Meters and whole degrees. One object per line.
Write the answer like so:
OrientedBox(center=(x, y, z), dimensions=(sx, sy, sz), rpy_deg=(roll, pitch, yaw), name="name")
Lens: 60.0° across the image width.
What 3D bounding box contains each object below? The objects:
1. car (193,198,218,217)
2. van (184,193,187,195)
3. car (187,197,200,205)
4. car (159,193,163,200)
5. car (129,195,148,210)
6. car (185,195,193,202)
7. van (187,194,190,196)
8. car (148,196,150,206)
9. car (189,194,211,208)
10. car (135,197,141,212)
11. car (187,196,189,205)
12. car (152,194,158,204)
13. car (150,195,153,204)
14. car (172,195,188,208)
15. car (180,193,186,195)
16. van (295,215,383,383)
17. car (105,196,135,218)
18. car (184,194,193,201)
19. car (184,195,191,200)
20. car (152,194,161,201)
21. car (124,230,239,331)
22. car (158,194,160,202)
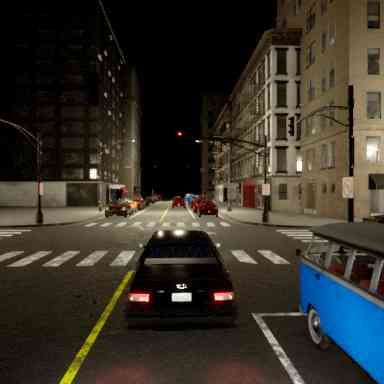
OrientedBox(center=(1.382, 1.544, 30.557), dimensions=(1.887, 1.381, 4.507), rpy_deg=(0, 0, -2), name="car")
OrientedBox(center=(-0.475, 1.329, 73.793), dimensions=(1.690, 1.788, 3.998), rpy_deg=(0, 0, -2), name="van")
OrientedBox(center=(0.221, 1.560, 57.580), dimensions=(1.947, 1.339, 4.313), rpy_deg=(0, 0, -2), name="car")
OrientedBox(center=(-8.725, 1.301, 78.853), dimensions=(2.192, 1.841, 5.009), rpy_deg=(0, 0, -2), name="car")
OrientedBox(center=(-7.100, 1.313, 41.022), dimensions=(2.192, 1.841, 5.009), rpy_deg=(0, 0, -2), name="car")
OrientedBox(center=(-0.715, 1.511, 79.368), dimensions=(1.752, 1.417, 4.829), rpy_deg=(0, 0, -2), name="car")
OrientedBox(center=(0.453, 1.337, 52.176), dimensions=(1.690, 1.788, 3.998), rpy_deg=(0, 0, -2), name="van")
OrientedBox(center=(-7.325, 1.523, 46.256), dimensions=(1.752, 1.417, 4.829), rpy_deg=(0, 0, -2), name="car")
OrientedBox(center=(1.150, 1.314, 35.961), dimensions=(2.192, 1.841, 5.009), rpy_deg=(0, 0, -2), name="car")
OrientedBox(center=(-6.861, 1.524, 35.447), dimensions=(1.752, 1.417, 4.829), rpy_deg=(0, 0, -2), name="car")
OrientedBox(center=(0.685, 1.542, 46.771), dimensions=(1.887, 1.381, 4.507), rpy_deg=(0, 0, -2), name="car")
OrientedBox(center=(-8.029, 1.543, 62.640), dimensions=(2.008, 1.369, 4.403), rpy_deg=(0, 0, -2), name="car")
OrientedBox(center=(-7.565, 1.562, 51.831), dimensions=(1.947, 1.339, 4.313), rpy_deg=(0, 0, -2), name="car")
OrientedBox(center=(-1.912, 1.523, 47.885), dimensions=(1.812, 1.442, 4.674), rpy_deg=(0, 0, -2), name="car")
OrientedBox(center=(-2.761, 1.538, 66.893), dimensions=(2.033, 1.411, 5.357), rpy_deg=(0, 0, -2), name="car")
OrientedBox(center=(2.536, 1.341, 3.702), dimensions=(1.690, 1.788, 3.998), rpy_deg=(0, 0, -2), name="van")
OrientedBox(center=(-6.636, 1.439, 30.213), dimensions=(1.967, 1.590, 4.097), rpy_deg=(0, 0, -2), name="car")
OrientedBox(center=(-0.940, 1.424, 84.602), dimensions=(1.967, 1.590, 4.097), rpy_deg=(0, 0, -2), name="car")
OrientedBox(center=(-1.172, 1.527, 90.006), dimensions=(1.887, 1.381, 4.507), rpy_deg=(0, 0, -2), name="car")
OrientedBox(center=(-8.958, 1.424, 84.258), dimensions=(1.967, 1.590, 4.097), rpy_deg=(0, 0, -2), name="car")
OrientedBox(center=(-0.257, 1.547, 7.258), dimensions=(2.033, 1.411, 5.357), rpy_deg=(0, 0, -2), name="car")
OrientedBox(center=(-8.261, 1.556, 68.044), dimensions=(1.947, 1.339, 4.313), rpy_deg=(0, 0, -2), name="car")
